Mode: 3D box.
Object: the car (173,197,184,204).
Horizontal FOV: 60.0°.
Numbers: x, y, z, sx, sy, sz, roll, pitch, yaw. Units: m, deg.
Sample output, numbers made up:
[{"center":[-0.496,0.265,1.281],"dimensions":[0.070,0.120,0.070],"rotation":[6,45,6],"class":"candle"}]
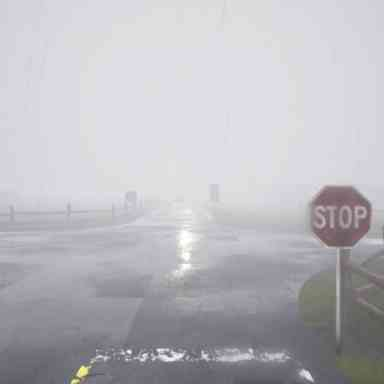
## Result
[{"center":[-2.545,1.606,65.573],"dimensions":[1.994,1.385,4.181],"rotation":[0,0,0],"class":"car"}]
